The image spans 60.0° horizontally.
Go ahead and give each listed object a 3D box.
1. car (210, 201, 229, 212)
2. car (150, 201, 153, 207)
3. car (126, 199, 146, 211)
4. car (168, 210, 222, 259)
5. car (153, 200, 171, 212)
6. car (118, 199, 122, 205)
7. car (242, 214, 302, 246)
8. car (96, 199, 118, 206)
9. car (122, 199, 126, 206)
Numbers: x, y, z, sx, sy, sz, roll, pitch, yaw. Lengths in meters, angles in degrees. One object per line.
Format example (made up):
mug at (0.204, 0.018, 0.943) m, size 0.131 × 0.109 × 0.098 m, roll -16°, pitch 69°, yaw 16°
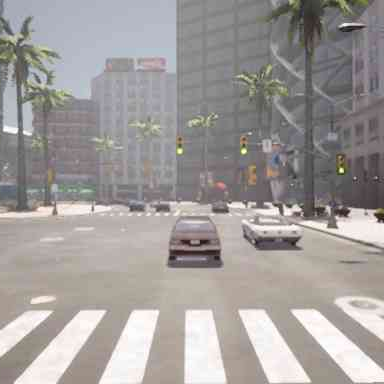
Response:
car at (3.517, 1.868, 42.635) m, size 1.994 × 1.385 × 4.181 m, roll 0°, pitch 0°, yaw -1°
car at (-5.690, 1.997, 55.550) m, size 1.895 × 1.301 × 4.718 m, roll 0°, pitch 0°, yaw -20°
car at (-7.317, 1.921, 44.884) m, size 1.895 × 1.301 × 4.718 m, roll 0°, pitch 0°, yaw -3°
car at (0.093, 1.640, 12.935) m, size 2.033 × 1.411 × 5.357 m, roll 0°, pitch 0°, yaw 0°
car at (-3.858, 1.922, 44.972) m, size 1.895 × 1.301 × 4.718 m, roll 0°, pitch 0°, yaw -3°
car at (-14.340, 2.086, 68.892) m, size 1.895 × 1.301 × 4.718 m, roll 0°, pitch -1°, yaw -45°
car at (3.592, 1.715, 15.918) m, size 1.895 × 1.301 × 4.718 m, roll 0°, pitch 0°, yaw 0°
car at (-17.409, 2.031, 66.940) m, size 4.181 × 1.385 × 1.994 m, roll 0°, pitch -1°, yaw 41°
car at (-10.253, 1.937, 57.695) m, size 1.812 × 1.442 × 4.674 m, roll 0°, pitch -1°, yaw -26°
